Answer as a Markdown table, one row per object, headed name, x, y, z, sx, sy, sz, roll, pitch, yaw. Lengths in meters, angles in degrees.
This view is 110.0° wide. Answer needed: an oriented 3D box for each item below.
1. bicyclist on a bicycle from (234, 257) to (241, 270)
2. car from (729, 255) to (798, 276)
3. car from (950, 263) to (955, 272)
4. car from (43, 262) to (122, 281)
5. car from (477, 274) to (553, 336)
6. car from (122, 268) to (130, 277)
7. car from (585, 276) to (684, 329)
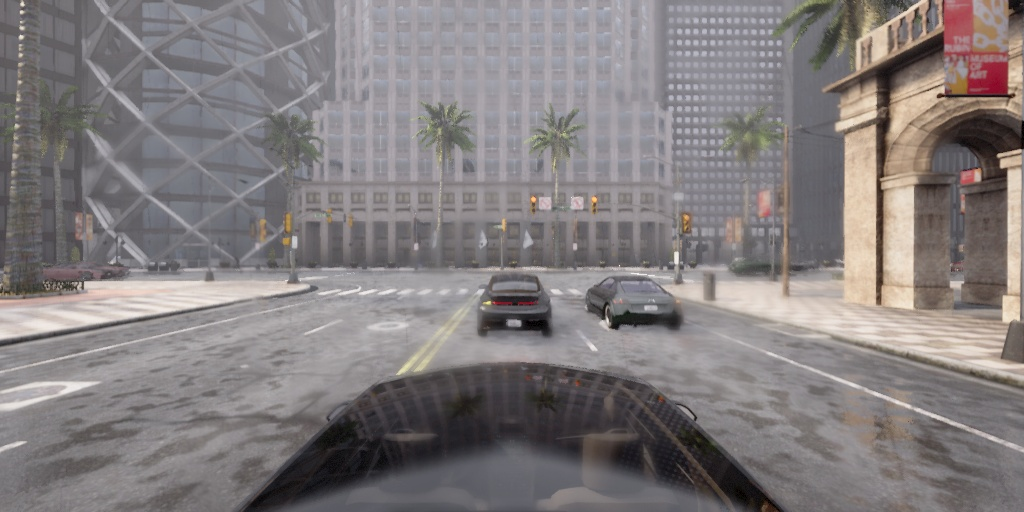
| name | x | y | z | sx | sy | sz | roll | pitch | yaw |
| --- | --- | --- | --- | --- | --- | --- | --- | --- | --- |
| bicyclist on a bicycle | -35.756 | 0.995 | 46.653 | 0.582 | 1.620 | 1.656 | 0 | 0 | -12 |
| car | 25.504 | 0.928 | 36.823 | 5.566 | 2.045 | 2.150 | 0 | 0 | 0 |
| car | 41.733 | 1.232 | 36.763 | 4.674 | 1.442 | 1.812 | 0 | 0 | 0 |
| car | -34.287 | 1.281 | 28.184 | 4.181 | 1.385 | 1.994 | 0 | 0 | -19 |
| car | 0.076 | 1.244 | 10.349 | 1.837 | 1.490 | 4.892 | 0 | 0 | 0 |
| car | -36.537 | 1.239 | 31.128 | 4.674 | 1.442 | 1.812 | 0 | 0 | -21 |
| car | 3.580 | 1.302 | 11.215 | 1.994 | 1.385 | 4.181 | 0 | 0 | 0 |
